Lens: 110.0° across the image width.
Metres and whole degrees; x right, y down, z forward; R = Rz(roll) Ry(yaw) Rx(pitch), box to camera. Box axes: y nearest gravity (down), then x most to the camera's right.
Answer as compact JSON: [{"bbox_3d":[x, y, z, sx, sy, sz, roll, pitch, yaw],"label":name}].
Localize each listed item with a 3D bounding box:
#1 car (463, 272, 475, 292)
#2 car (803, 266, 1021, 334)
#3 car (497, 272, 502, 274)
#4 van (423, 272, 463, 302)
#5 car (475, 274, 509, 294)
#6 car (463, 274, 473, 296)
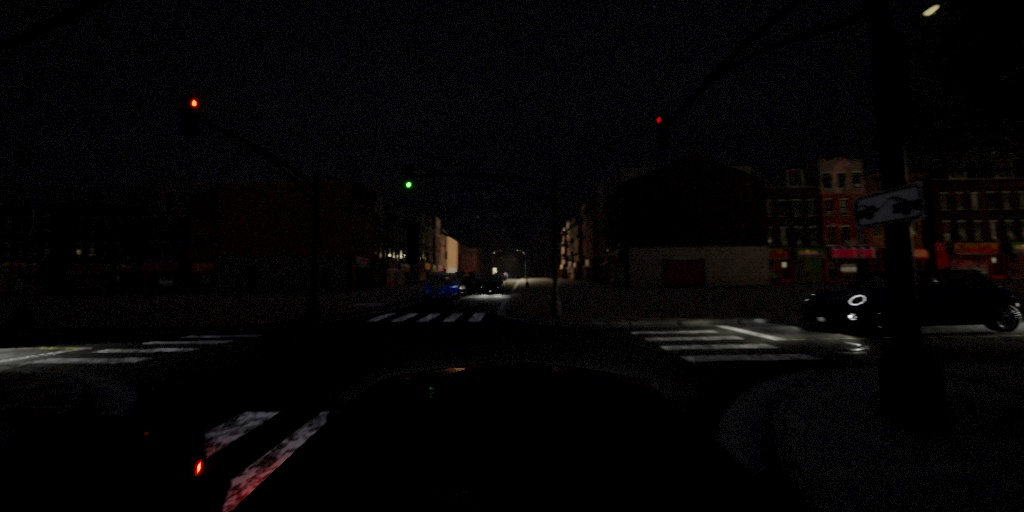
[{"bbox_3d":[-4.266,2.328,31.650,2.192,1.841,5.009,0,0,2],"label":"car"},{"bbox_3d":[11.172,1.194,10.361,4.553,1.767,2.097,-1,-4,2],"label":"car"},{"bbox_3d":[-3.172,3.992,63.339,1.888,1.381,4.507,0,0,2],"label":"car"},{"bbox_3d":[-4.552,1.998,23.357,1.690,1.789,3.998,0,0,2],"label":"van"},{"bbox_3d":[-1.651,2.520,31.179,2.033,1.411,5.357,-1,-2,2],"label":"car"},{"bbox_3d":[-4.438,2.350,26.673,2.007,1.370,4.403,0,0,2],"label":"car"}]
